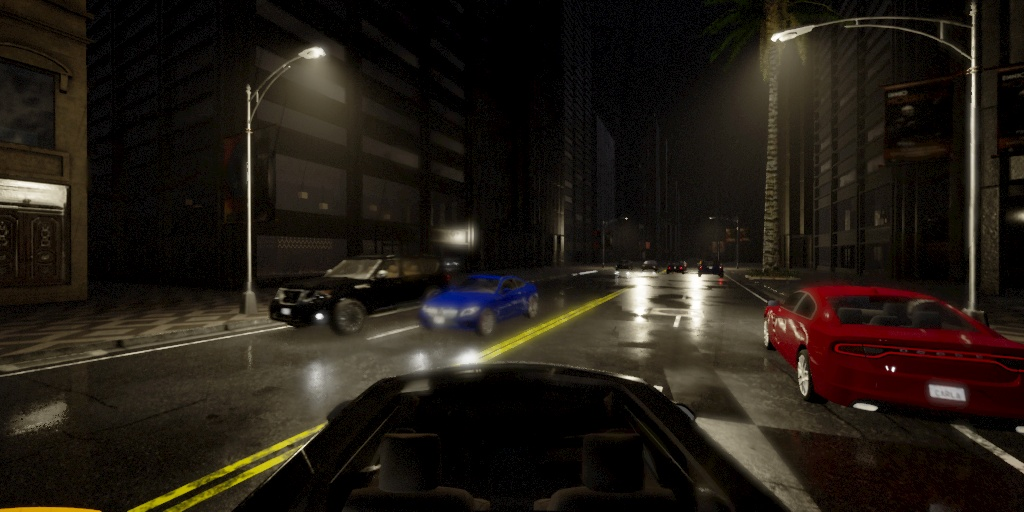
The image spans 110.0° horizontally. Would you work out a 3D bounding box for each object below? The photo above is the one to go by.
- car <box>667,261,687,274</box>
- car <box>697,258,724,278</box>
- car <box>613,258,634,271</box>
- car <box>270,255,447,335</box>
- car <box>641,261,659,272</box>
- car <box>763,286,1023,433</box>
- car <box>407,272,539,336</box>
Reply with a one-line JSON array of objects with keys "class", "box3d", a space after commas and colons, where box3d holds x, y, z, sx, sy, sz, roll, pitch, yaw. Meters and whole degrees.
[{"class": "car", "box3d": [18.625, 1.315, 40.713, 2.033, 1.411, 5.357, 0, 0, 27]}, {"class": "car", "box3d": [19.269, 1.116, 34.891, 2.097, 1.767, 4.553, 0, 0, 27]}, {"class": "car", "box3d": [15.513, 1.278, 49.308, 1.837, 1.490, 4.892, 0, 0, 27]}, {"class": "car", "box3d": [-4.154, 0.971, 11.039, 2.150, 2.045, 5.566, 0, 0, 27]}, {"class": "car", "box3d": [18.714, 1.321, 48.432, 2.033, 1.411, 5.357, 0, 0, 27]}, {"class": "car", "box3d": [5.511, 1.228, 5.807, 1.882, 1.535, 5.008, 0, 0, 27]}, {"class": "car", "box3d": [-0.689, 1.276, 10.670, 1.812, 1.442, 4.674, 0, 0, 27]}]
